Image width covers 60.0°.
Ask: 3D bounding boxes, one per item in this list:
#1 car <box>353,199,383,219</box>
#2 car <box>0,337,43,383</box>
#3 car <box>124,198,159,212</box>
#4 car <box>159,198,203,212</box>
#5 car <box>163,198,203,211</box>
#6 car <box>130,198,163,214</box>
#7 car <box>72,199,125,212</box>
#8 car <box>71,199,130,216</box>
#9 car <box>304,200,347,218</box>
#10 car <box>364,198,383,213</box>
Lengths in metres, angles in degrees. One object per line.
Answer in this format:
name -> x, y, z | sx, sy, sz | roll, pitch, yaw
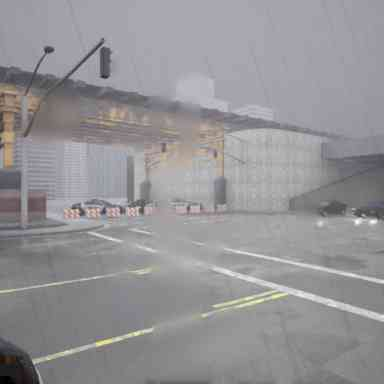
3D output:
car -> 16.418, 1.548, 29.395 | 5.357, 1.411, 2.033 | 0, 0, -37
car -> -3.274, 1.492, 1.436 | 4.902, 1.511, 2.128 | 0, 0, -35
car -> -5.195, 1.295, 34.859 | 1.853, 1.218, 4.536 | 0, 0, 18
car -> -1.308, 1.453, 38.578 | 4.974, 1.542, 2.038 | 0, 0, -7
car -> -1.360, 1.295, 38.571 | 4.536, 1.218, 1.853 | 0, 0, -7
car -> -5.210, 1.453, 34.810 | 2.038, 1.542, 4.974 | 0, 0, 18
car -> -9.001, 1.295, 32.123 | 4.536, 1.218, 1.853 | 0, 0, 8
car -> -8.949, 1.453, 32.116 | 4.974, 1.542, 2.038 | 0, 0, 8
car -> 12.398, 1.478, 30.721 | 5.008, 1.535, 1.882 | 0, 0, -38
car -> 21.913, 1.491, 37.954 | 4.902, 1.511, 2.128 | 0, 0, -37
